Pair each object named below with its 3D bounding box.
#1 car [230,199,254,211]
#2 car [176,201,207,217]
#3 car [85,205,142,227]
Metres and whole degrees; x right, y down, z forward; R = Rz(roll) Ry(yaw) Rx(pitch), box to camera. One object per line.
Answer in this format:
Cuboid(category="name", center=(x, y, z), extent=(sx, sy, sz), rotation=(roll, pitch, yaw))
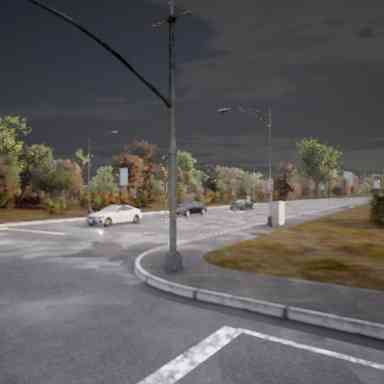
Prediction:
Cuboid(category="car", center=(6.636, 1.698, 43.971), extent=(1.812, 1.442, 4.674), rotation=(-1, 0, 33))
Cuboid(category="car", center=(-0.303, 1.658, 32.999), extent=(2.128, 1.511, 4.902), rotation=(-1, 0, 32))
Cuboid(category="car", center=(-5.635, 1.688, 24.543), extent=(1.812, 1.442, 4.674), rotation=(-1, 0, 32))
